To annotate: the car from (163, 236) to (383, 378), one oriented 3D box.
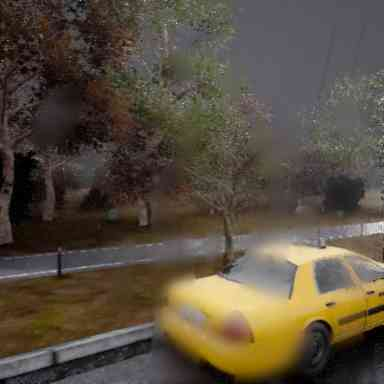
[{"bbox_3d":[2.157,1.537,5.586,5.366,1.575,1.946,0,0,-33],"label":"car"}]
